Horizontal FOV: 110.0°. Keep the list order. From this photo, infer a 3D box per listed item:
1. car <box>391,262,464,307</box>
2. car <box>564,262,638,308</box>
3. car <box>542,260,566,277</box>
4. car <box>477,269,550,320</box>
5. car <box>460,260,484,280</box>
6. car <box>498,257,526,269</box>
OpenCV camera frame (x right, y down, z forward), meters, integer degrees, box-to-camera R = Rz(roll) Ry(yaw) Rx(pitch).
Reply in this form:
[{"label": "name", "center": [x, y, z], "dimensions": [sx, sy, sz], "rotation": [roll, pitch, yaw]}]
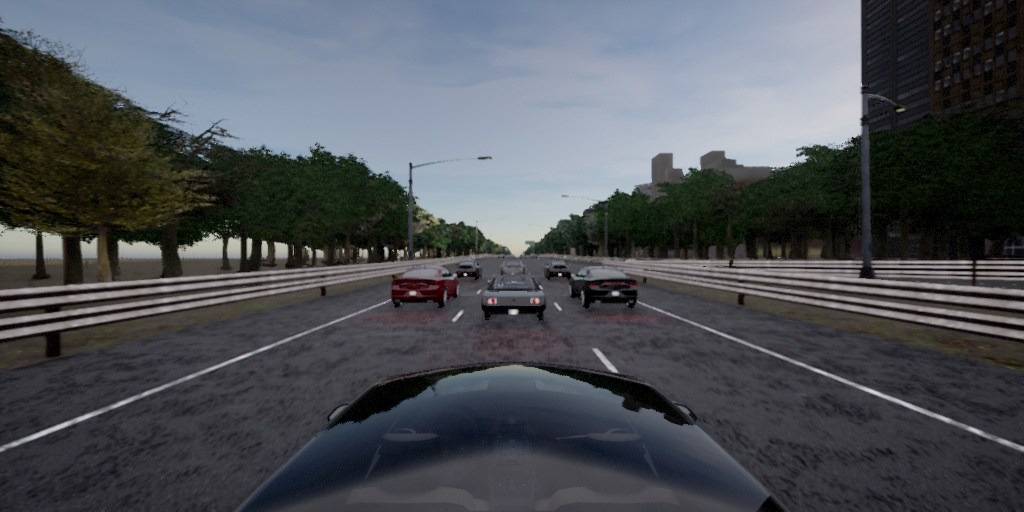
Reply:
[{"label": "car", "center": [-3.422, 1.154, 14.917], "dimensions": [1.882, 1.535, 5.008], "rotation": [0, 0, 0]}, {"label": "car", "center": [3.576, 1.155, 14.804], "dimensions": [1.882, 1.535, 5.008], "rotation": [0, 0, 0]}, {"label": "car", "center": [3.576, 1.079, 28.880], "dimensions": [1.837, 1.490, 4.892], "rotation": [0, 1, 0]}, {"label": "car", "center": [0.065, 1.291, 12.389], "dimensions": [1.895, 1.301, 4.718], "rotation": [0, 0, 0]}, {"label": "car", "center": [-3.424, 1.078, 28.885], "dimensions": [1.837, 1.490, 4.892], "rotation": [0, 1, 0]}, {"label": "car", "center": [0.075, 1.065, 28.801], "dimensions": [2.128, 1.511, 4.902], "rotation": [0, 1, 0]}]
